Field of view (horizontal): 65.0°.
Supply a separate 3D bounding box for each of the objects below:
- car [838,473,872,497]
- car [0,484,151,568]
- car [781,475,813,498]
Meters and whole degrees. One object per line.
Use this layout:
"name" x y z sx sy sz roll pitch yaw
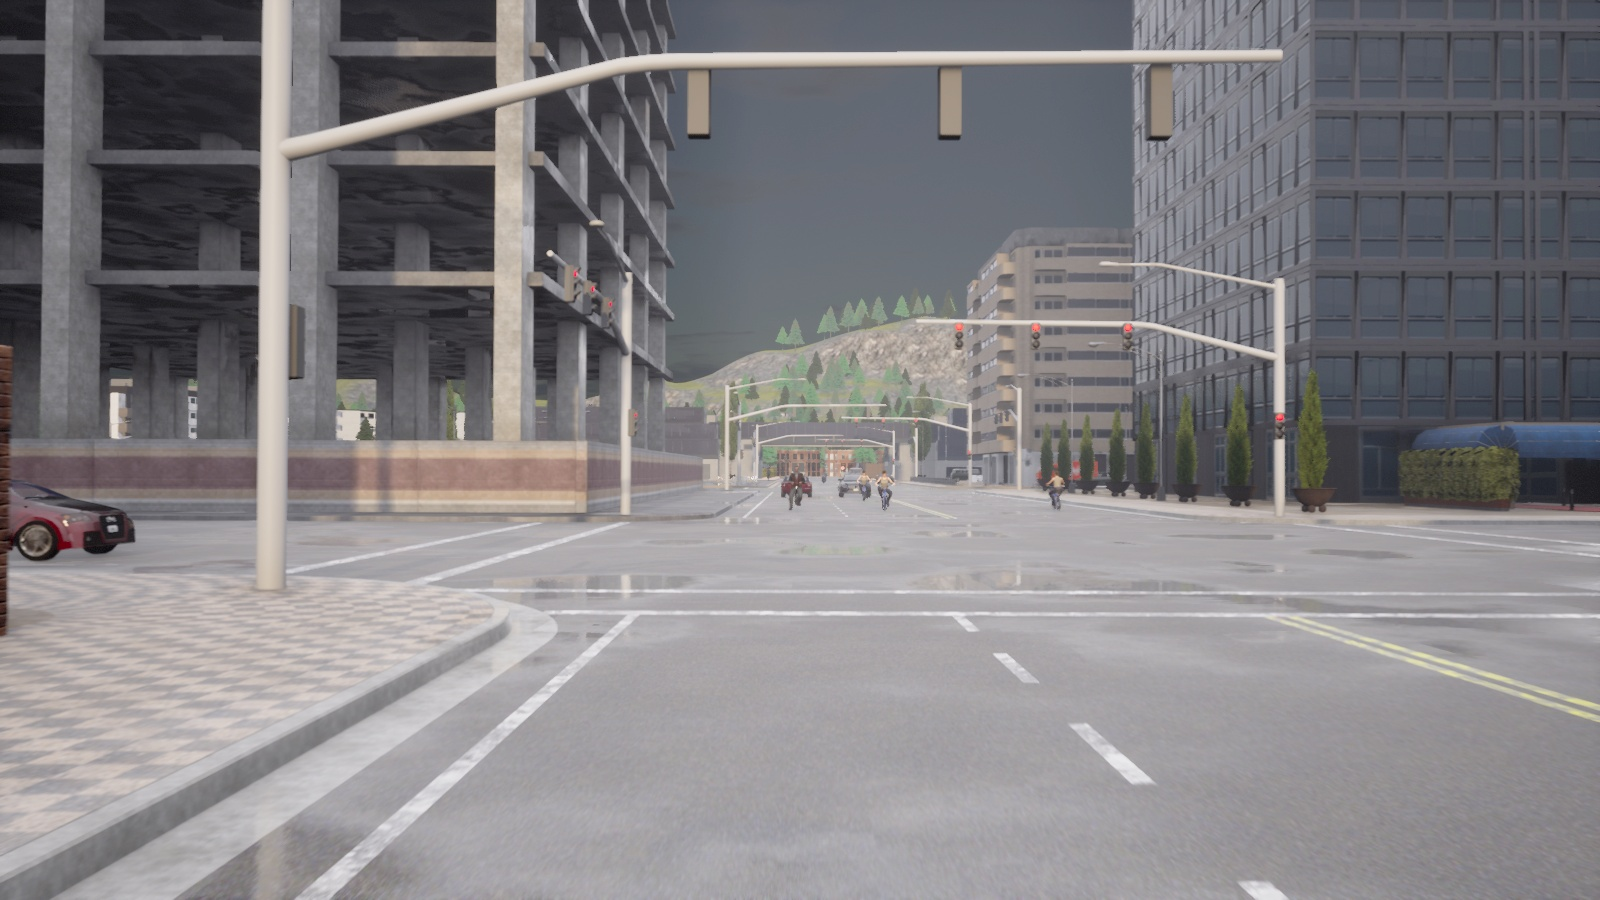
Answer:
"car" 3.315 2.107 76.369 1.812 1.442 4.674 0 -1 0
"car" -14.064 1.306 22.156 4.181 1.385 1.994 0 -1 1
"car" -0.183 2.184 75.679 1.895 1.301 4.718 0 -1 0
